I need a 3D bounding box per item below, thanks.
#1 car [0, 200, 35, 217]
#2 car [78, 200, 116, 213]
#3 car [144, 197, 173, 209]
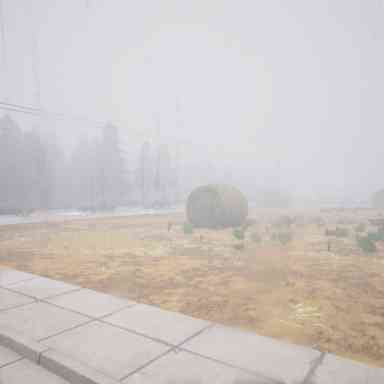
[{"bbox_3d":[-16.671,1.517,29.741,2.128,1.511,4.902,0,0,37],"label":"car"},{"bbox_3d":[-10.727,1.589,37.768,1.994,1.385,4.181,0,0,36],"label":"car"},{"bbox_3d":[-4.574,1.530,46.051,1.837,1.490,4.892,0,0,36],"label":"car"}]
